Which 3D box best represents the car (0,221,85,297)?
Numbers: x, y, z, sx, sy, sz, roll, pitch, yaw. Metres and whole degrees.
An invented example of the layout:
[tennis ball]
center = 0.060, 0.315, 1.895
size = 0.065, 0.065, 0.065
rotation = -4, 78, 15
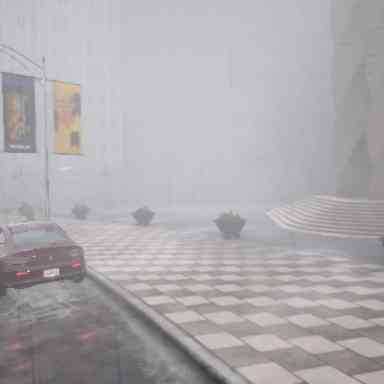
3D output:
[car]
center = -4.215, 1.469, 8.573
size = 1.812, 1.442, 4.674
rotation = -2, 1, -36
